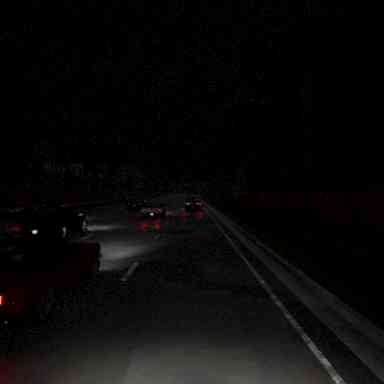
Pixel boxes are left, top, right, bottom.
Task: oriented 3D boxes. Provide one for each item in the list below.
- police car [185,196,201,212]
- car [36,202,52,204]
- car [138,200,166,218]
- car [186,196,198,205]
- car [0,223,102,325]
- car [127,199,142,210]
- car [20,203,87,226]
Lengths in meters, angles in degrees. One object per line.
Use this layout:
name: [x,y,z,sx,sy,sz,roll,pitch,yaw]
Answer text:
police car: [0.109,1.508,39.692,2.038,1.542,4.974,0,0,0]
car: [-10.395,1.479,24.019,1.882,1.535,5.008,0,0,0]
car: [-3.394,1.602,30.375,1.895,1.301,4.718,0,0,0]
car: [0.017,1.527,61.538,2.163,1.488,4.792,0,0,0]
car: [-3.398,1.601,7.089,1.895,1.301,4.718,0,0,0]
car: [-6.890,1.565,41.702,1.994,1.385,4.181,0,0,0]
car: [-6.897,1.506,17.037,1.837,1.490,4.892,0,0,0]
